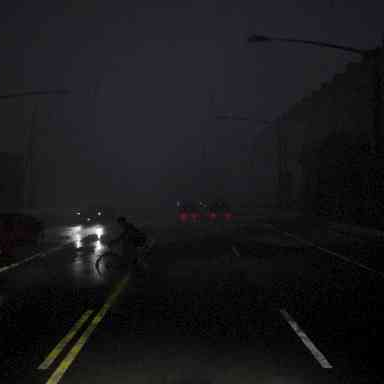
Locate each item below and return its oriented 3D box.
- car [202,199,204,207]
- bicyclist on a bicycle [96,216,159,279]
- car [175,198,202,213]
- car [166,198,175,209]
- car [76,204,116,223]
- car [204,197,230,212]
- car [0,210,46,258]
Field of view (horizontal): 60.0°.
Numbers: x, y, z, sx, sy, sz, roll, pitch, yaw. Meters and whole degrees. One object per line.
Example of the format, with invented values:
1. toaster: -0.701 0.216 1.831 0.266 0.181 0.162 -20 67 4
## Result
1. car: 0.954 1.601 47.950 1.895 1.301 4.718 0 0 -20
2. bicyclist on a bicycle: -1.672 1.453 8.647 1.656 1.620 0.582 0 0 -1
3. car: -0.470 1.492 36.602 2.128 1.511 4.902 0 0 -3
4. car: -2.143 1.547 46.840 2.033 1.411 5.357 0 0 -21
5. car: -7.250 1.601 25.473 1.895 1.301 4.718 0 0 -1
6. car: 2.944 1.352 38.144 2.097 1.767 4.553 0 0 -4
7. car: -7.207 1.477 12.295 1.882 1.535 5.008 0 0 -1
